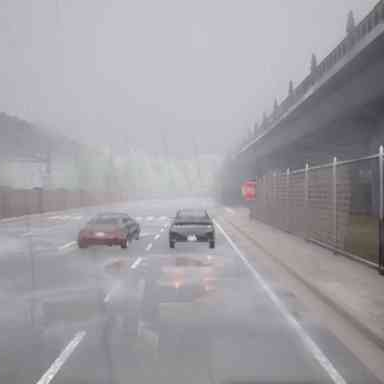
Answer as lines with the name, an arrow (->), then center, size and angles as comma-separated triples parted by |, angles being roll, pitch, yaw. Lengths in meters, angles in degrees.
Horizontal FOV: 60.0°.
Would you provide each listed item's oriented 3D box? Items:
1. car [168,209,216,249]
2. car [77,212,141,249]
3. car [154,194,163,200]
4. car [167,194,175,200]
car -> 0.000, 1.494, 14.622 | 2.128, 1.511, 4.902 | 0, 0, 0
car -> -3.500, 1.571, 14.622 | 1.994, 1.385, 4.181 | 0, 0, 0
car -> -9.246, 1.465, 92.067 | 1.837, 1.490, 4.892 | 0, 0, 1
car -> -5.746, 1.465, 92.006 | 1.837, 1.490, 4.892 | 0, 0, 1
